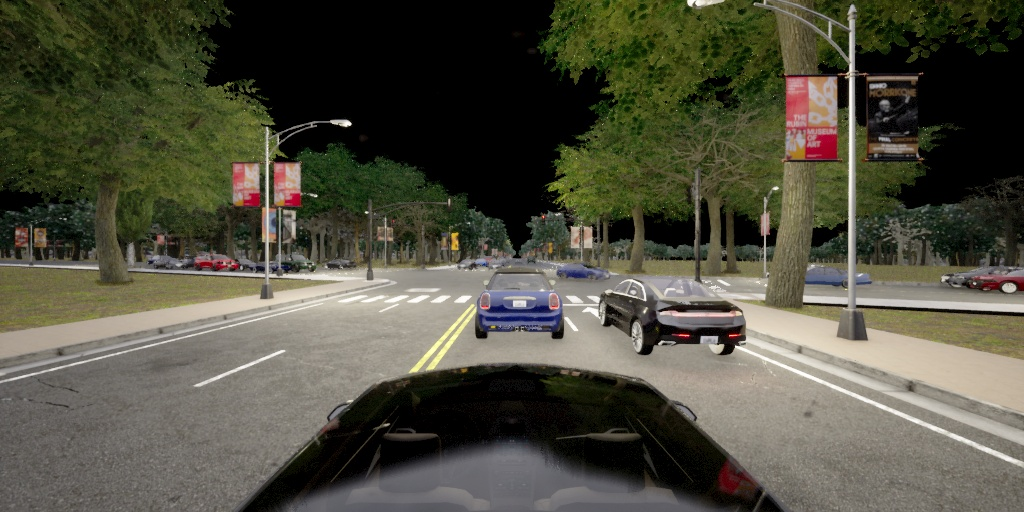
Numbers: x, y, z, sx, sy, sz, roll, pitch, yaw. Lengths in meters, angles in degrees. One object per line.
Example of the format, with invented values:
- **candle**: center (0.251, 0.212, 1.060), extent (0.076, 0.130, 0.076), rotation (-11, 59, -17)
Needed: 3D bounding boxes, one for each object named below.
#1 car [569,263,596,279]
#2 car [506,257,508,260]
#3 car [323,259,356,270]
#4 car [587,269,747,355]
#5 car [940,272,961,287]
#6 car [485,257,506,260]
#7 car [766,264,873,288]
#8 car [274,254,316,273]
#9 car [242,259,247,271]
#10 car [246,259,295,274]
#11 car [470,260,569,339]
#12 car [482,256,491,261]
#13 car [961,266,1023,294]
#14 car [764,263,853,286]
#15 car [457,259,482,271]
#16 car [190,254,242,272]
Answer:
- **car**: center (5.835, 1.320, 29.753), extent (1.812, 1.442, 4.674), rotation (0, 0, -44)
- **car**: center (-2.184, 1.362, 62.865), extent (1.895, 1.301, 4.718), rotation (0, 0, 1)
- **car**: center (-23.166, 1.123, 48.161), extent (4.892, 1.490, 1.837), rotation (0, 0, 24)
- **car**: center (3.438, 1.242, 8.651), extent (2.128, 1.511, 4.902), rotation (0, 0, 0)
- **car**: center (31.848, 1.432, 23.587), extent (4.902, 1.511, 2.128), rotation (0, 0, 24)
- **car**: center (-2.266, 1.250, 48.481), extent (2.128, 1.511, 4.902), rotation (0, 0, -2)
- **car**: center (21.170, 1.430, 24.829), extent (5.357, 1.411, 2.033), rotation (0, 0, 21)
- **car**: center (-25.490, 0.843, 41.933), extent (5.566, 2.045, 2.150), rotation (0, 0, 24)
- **car**: center (-34.647, 1.077, 46.033), extent (4.892, 1.490, 1.837), rotation (0, 0, 24)
- **car**: center (-25.987, 1.227, 38.577), extent (4.718, 1.301, 1.895), rotation (0, 0, 27)
- **car**: center (0.203, 1.102, 10.242), extent (2.097, 1.767, 4.553), rotation (0, 0, 1)
- **car**: center (-5.413, 1.239, 63.729), extent (1.882, 1.535, 5.008), rotation (0, 0, 1)
- **car**: center (30.327, 1.417, 20.709), extent (5.008, 1.535, 1.882), rotation (0, 0, 24)
- **car**: center (22.638, 1.375, 27.698), extent (4.902, 1.511, 2.128), rotation (0, 0, 26)
- **car**: center (-6.210, 1.250, 50.509), extent (2.128, 1.511, 4.902), rotation (0, 0, 10)
- **car**: center (-35.325, 0.799, 42.768), extent (5.566, 2.045, 2.150), rotation (0, 0, 24)
